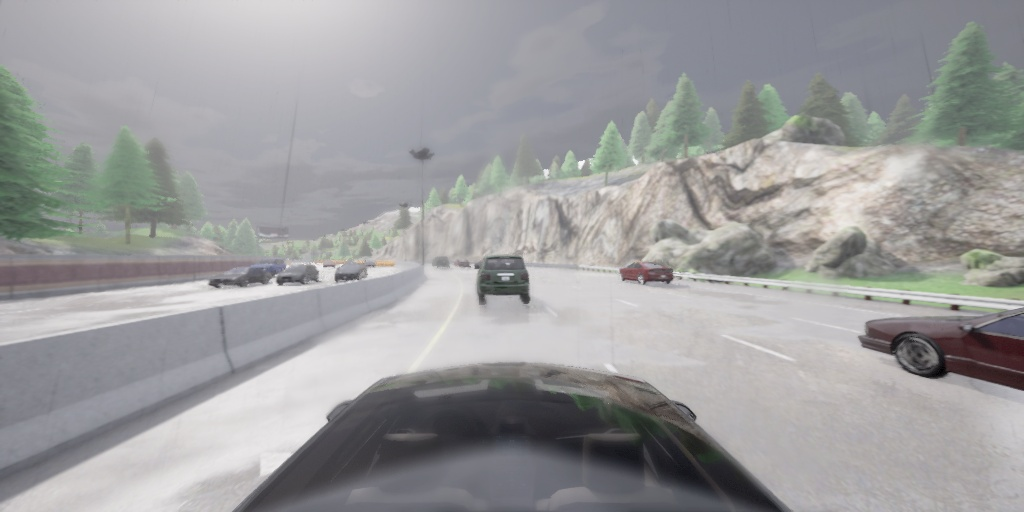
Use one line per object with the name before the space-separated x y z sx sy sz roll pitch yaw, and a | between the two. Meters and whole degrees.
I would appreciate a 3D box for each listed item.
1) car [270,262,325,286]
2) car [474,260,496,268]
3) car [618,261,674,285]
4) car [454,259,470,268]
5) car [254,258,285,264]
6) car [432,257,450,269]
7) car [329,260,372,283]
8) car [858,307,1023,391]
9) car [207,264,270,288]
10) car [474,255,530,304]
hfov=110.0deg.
car | -16.646 1.450 28.141 1.837 1.490 4.892 -1 0 -11
car | -4.828 1.352 63.434 2.033 1.411 5.357 -1 0 -24
car | 9.045 1.120 24.672 1.882 1.535 5.008 0 0 -8
car | -8.813 1.330 63.252 1.882 1.535 5.008 0 0 -23
car | -26.420 1.282 39.065 2.150 2.045 5.566 -1 0 -16
car | -12.510 1.117 62.813 2.150 2.045 5.566 0 0 -24
car | -13.509 1.386 30.365 1.882 1.535 5.008 -1 0 -12
car | 7.403 1.210 4.104 2.033 1.411 5.357 -1 0 -3
car | -19.859 1.531 26.523 2.033 1.411 5.357 -1 0 -10
car | -0.527 0.977 16.637 2.150 2.045 5.566 0 0 -6
